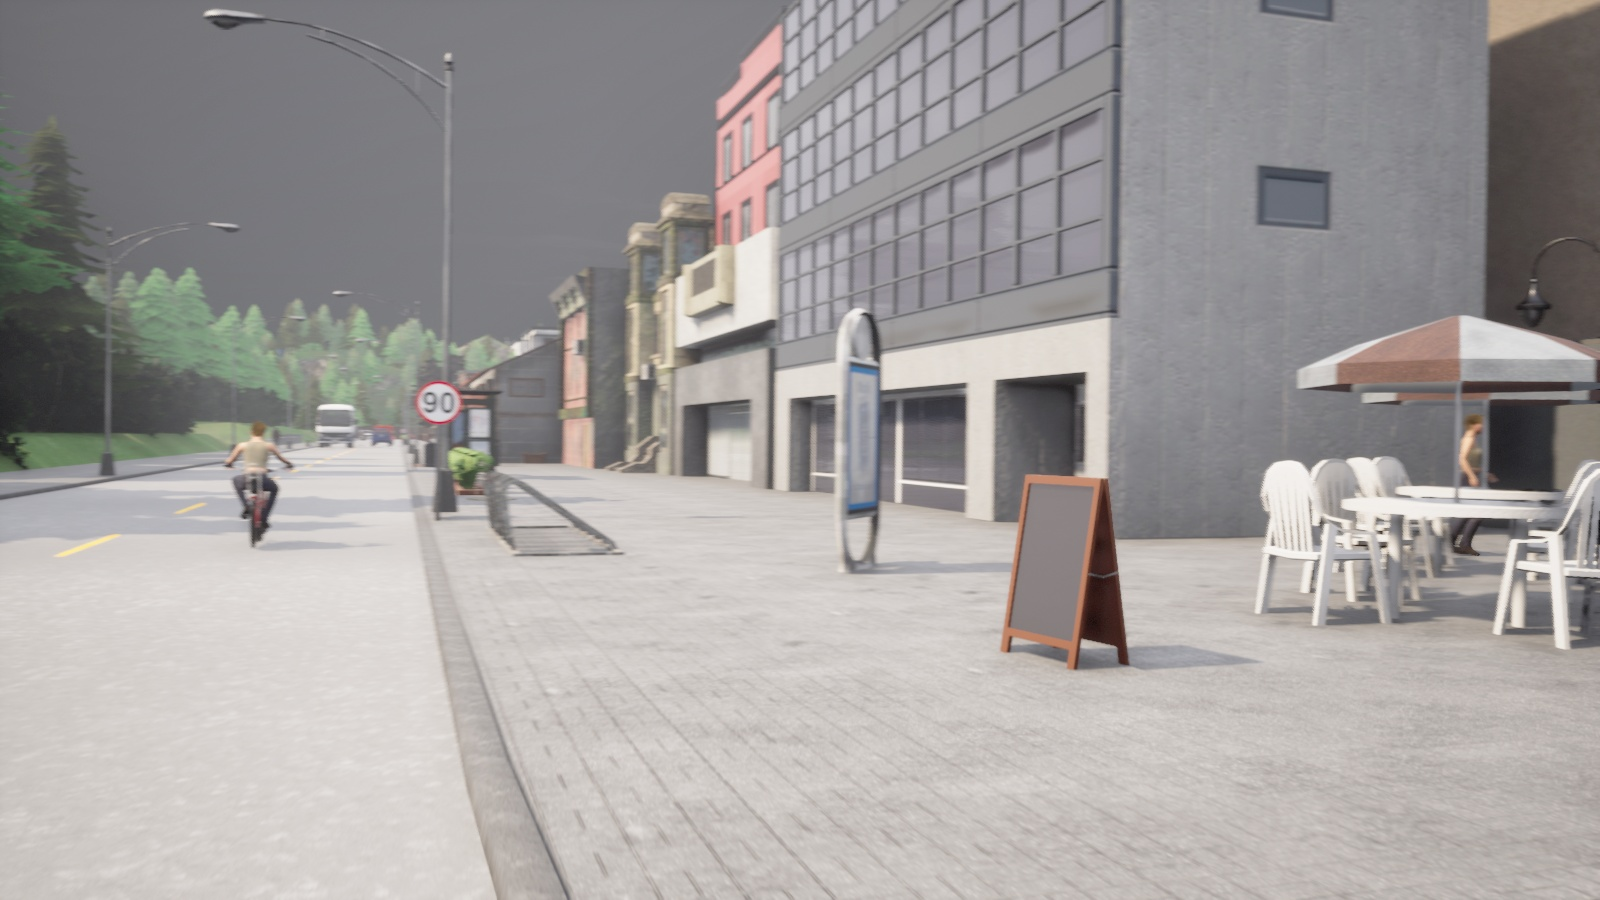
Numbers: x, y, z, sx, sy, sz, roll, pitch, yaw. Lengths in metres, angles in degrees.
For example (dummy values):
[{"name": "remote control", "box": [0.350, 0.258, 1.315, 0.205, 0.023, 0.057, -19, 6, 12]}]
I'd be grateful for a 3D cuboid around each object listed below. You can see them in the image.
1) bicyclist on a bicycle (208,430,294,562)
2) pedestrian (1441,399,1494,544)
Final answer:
[{"name": "bicyclist on a bicycle", "box": [-7.096, 0.559, 16.292, 0.866, 1.612, 1.509, 0, 1, -18]}, {"name": "pedestrian", "box": [8.573, 0.267, 16.140, 0.594, 1.836, 0.345, 0, 1, 26]}]
